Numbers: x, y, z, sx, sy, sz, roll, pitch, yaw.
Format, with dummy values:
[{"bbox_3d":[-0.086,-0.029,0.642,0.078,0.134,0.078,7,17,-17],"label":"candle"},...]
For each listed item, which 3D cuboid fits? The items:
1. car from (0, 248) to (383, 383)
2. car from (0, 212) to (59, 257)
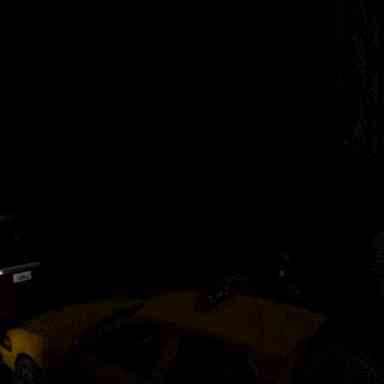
[{"bbox_3d":[0.001,1.525,3.074,4.829,1.417,1.752,0,1,36],"label":"car"},{"bbox_3d":[-4.404,1.313,6.224,5.009,1.841,2.192,0,1,36],"label":"car"}]
